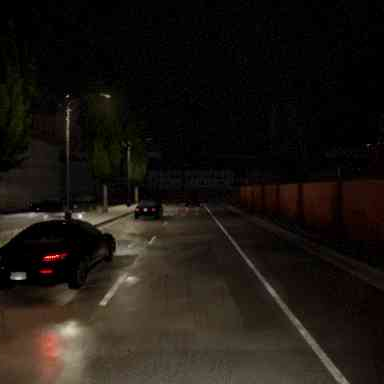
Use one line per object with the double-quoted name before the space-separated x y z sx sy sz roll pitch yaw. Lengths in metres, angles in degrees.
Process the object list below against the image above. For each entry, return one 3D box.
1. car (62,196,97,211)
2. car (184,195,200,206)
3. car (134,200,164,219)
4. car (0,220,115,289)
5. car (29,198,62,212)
"car" -11.499 1.221 35.336 2.128 1.511 4.902 0 0 0
"car" 0.043 1.176 45.317 1.812 1.442 4.674 0 1 1
"car" -3.396 1.341 26.761 2.033 1.411 5.357 0 0 0
"car" -3.398 1.457 8.835 1.812 1.442 4.674 0 1 0
"car" -15.005 1.334 34.649 1.895 1.301 4.718 0 0 0
